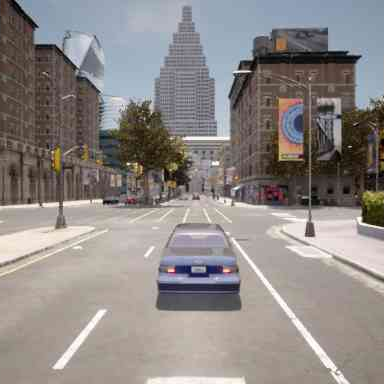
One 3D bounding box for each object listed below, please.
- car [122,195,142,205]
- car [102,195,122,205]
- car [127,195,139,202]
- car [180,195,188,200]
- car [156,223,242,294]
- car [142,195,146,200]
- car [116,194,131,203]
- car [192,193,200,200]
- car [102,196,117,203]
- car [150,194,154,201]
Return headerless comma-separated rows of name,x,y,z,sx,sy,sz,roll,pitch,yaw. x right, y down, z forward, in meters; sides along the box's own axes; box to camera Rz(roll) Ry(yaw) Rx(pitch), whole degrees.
car,-10.809,1.478,59.873,1.882,1.535,5.008,0,0,1
car,-14.328,1.601,58.693,1.895,1.301,4.718,0,0,1
car,-13.993,1.478,78.898,1.882,1.535,5.008,0,0,1
car,-2.346,1.519,90.101,1.812,1.442,4.674,0,0,1
car,0.175,1.547,8.947,2.033,1.411,5.357,0,0,1
car,-10.612,1.500,69.669,1.837,1.490,4.892,0,0,1
car,-14.124,1.355,68.799,2.097,1.767,4.553,0,0,1
car,1.154,1.350,90.026,2.097,1.767,4.553,0,0,1
car,-17.360,1.595,69.847,1.895,1.301,4.718,0,0,1
car,-10.482,1.355,79.657,2.097,1.767,4.553,0,0,1
